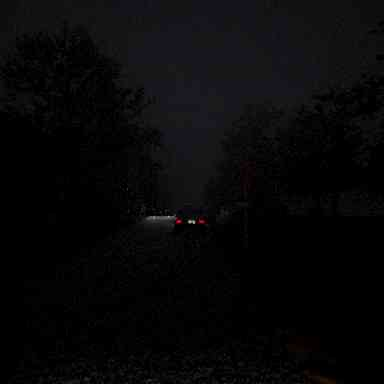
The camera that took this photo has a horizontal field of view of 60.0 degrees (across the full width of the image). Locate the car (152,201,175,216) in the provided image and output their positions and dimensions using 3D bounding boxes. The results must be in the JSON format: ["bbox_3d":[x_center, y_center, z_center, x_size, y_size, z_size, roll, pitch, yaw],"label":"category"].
[{"bbox_3d":[-3.234,1.859,36.714,1.837,1.490,4.892,0,-1,0],"label":"car"}]

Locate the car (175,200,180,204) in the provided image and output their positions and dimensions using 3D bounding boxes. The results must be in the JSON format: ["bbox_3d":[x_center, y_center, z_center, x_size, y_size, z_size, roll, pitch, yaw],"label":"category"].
[{"bbox_3d":[-3.408,2.714,77.246,1.837,1.490,4.892,0,-2,0],"label":"car"}]

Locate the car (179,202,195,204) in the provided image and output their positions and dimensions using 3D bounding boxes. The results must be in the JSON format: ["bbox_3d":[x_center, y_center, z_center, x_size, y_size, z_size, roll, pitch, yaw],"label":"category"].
[{"bbox_3d":[-0.336,2.002,42.775,1.812,1.442,4.674,0,-1,0],"label":"car"}]

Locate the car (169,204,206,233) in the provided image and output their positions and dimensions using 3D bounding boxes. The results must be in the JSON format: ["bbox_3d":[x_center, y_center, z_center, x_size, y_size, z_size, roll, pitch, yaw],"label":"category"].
[{"bbox_3d":[-0.116,1.658,20.188,2.033,1.411,5.357,0,-1,-1],"label":"car"}]
